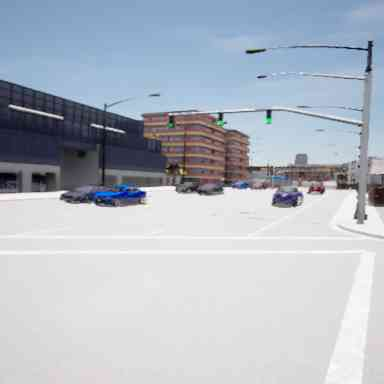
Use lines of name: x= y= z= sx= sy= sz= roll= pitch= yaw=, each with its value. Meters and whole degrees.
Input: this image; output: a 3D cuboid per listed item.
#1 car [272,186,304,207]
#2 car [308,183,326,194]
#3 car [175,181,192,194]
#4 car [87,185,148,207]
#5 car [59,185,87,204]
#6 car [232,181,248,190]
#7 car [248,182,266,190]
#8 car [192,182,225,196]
car: x=8.756 y=0.280 z=30.071 sx=2.097 sy=1.767 sz=4.553 roll=3 pitch=4 yaw=27
car: x=19.152 y=-0.625 z=50.769 sx=2.097 sy=1.767 sz=4.553 roll=3 pitch=3 yaw=27
car: x=-0.455 y=-0.579 z=43.105 sx=1.837 sy=1.490 sz=4.892 roll=3 pitch=4 yaw=27
car: x=-5.367 y=0.249 z=25.534 sx=1.882 sy=1.535 sz=5.008 roll=3 pitch=3 yaw=27
car: x=-8.309 y=0.140 z=27.482 sx=2.033 sy=1.411 sz=5.357 roll=3 pitch=3 yaw=26
car: x=9.097 y=-1.262 z=61.949 sx=1.882 sy=1.535 sz=5.008 roll=3 pitch=2 yaw=27
car: x=12.105 y=-1.044 z=60.156 sx=1.812 sy=1.442 sz=4.674 roll=3 pitch=2 yaw=27
car: x=2.378 y=-0.338 z=40.971 sx=2.033 sy=1.411 sz=5.357 roll=3 pitch=4 yaw=27
